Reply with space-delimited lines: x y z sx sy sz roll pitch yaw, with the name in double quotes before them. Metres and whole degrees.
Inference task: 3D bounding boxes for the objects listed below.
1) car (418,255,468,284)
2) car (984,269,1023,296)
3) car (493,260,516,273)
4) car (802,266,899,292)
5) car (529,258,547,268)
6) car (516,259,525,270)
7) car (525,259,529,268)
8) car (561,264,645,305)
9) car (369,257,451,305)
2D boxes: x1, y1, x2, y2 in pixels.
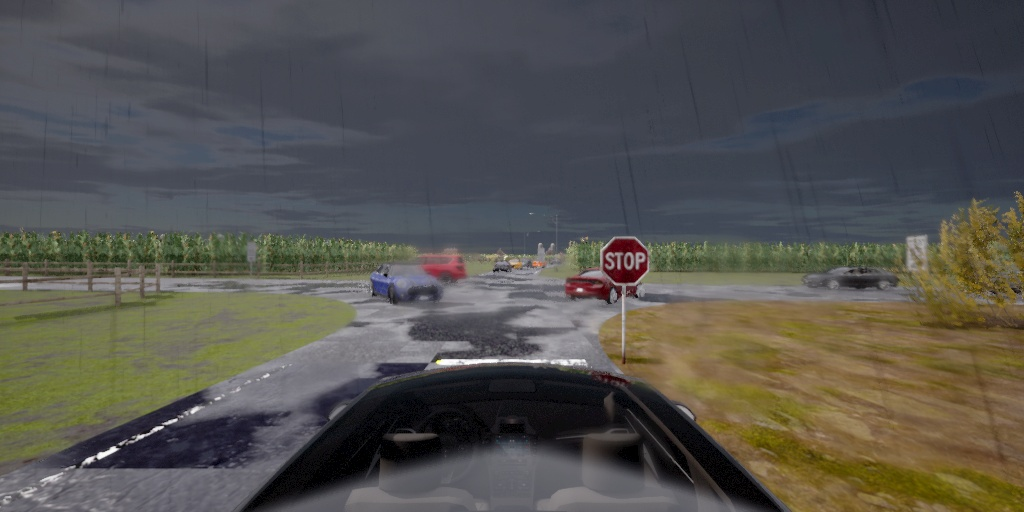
"car" -5.855 0.953 24.927 5.566 2.045 2.150 0 0 4
"car" 27.576 1.424 18.324 4.902 1.511 2.128 0 0 6
"car" -1.125 1.328 44.307 2.033 1.411 5.357 0 0 6
"car" 21.271 1.408 22.686 4.892 1.490 1.837 0 0 6
"car" 4.833 1.160 62.107 2.097 1.767 4.553 0 0 12
"car" 0.339 1.271 54.276 1.882 1.535 5.008 0 0 10
"car" 2.332 1.306 64.326 2.128 1.511 4.902 0 0 12
"car" 4.389 1.252 16.475 1.882 1.535 5.008 -1 -1 40
"car" -4.871 1.091 16.275 2.097 1.767 4.553 0 1 -37
